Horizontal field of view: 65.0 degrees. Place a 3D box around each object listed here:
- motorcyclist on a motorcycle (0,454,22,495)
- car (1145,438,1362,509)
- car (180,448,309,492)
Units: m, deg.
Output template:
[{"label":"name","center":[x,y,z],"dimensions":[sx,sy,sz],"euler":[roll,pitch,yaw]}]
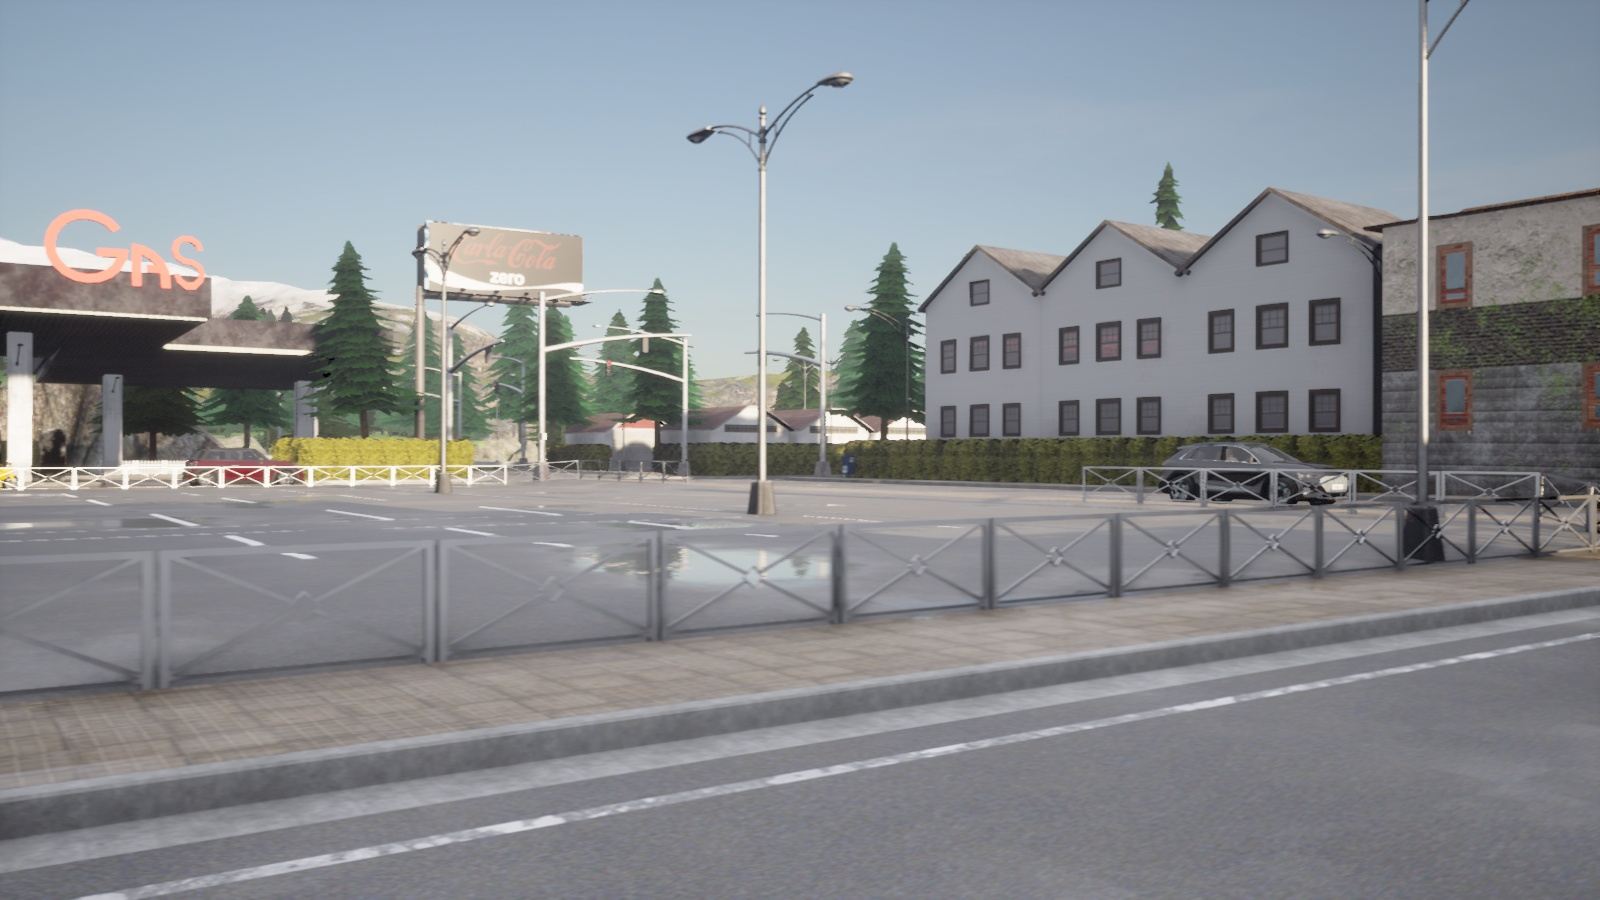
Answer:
[{"label":"motorcyclist on a motorcycle","center":[-30.252,0.921,46.848],"dimensions":[2.044,1.523,0.797],"euler":[0,0,-35]},{"label":"car","center":[11.300,0.552,31.646],"dimensions":[2.033,1.649,4.856],"euler":[0,0,-35]},{"label":"car","center":[-22.933,0.794,51.881],"dimensions":[4.553,1.767,2.097],"euler":[0,0,-35]}]
